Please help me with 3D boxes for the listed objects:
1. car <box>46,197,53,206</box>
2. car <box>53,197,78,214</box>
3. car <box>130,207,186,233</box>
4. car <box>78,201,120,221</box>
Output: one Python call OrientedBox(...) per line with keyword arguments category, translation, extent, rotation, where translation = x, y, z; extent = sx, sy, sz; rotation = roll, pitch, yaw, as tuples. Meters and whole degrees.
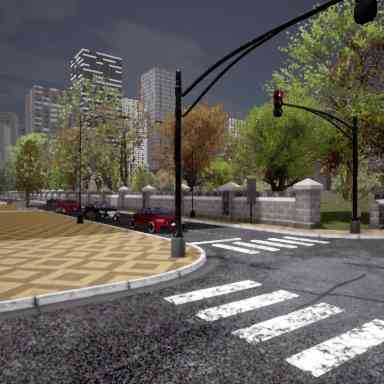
OrientedBox(category="car", translation=(-24.116, 1.672, 58.056), extent=(2.128, 1.511, 4.902), rotation=(0, 0, -34))
OrientedBox(category="car", translation=(-13.629, 1.579, 36.934), extent=(1.882, 1.535, 5.008), rotation=(0, 0, -34))
OrientedBox(category="car", translation=(-2.138, 1.606, 19.990), extent=(1.994, 1.385, 4.181), rotation=(0, 0, -34))
OrientedBox(category="car", translation=(-7.683, 1.562, 28.160), extent=(2.128, 1.511, 4.902), rotation=(0, 0, -34))
